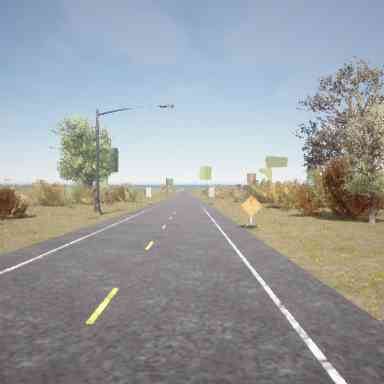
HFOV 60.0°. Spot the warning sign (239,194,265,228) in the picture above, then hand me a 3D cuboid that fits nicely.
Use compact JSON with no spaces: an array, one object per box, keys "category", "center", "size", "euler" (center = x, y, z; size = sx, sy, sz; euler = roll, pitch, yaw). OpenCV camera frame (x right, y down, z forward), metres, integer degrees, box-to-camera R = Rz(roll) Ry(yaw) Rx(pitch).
[{"category":"warning sign","center":[3.529,1.106,19.774],"size":[1.300,1.860,1.060],"euler":[1,1,0]}]
